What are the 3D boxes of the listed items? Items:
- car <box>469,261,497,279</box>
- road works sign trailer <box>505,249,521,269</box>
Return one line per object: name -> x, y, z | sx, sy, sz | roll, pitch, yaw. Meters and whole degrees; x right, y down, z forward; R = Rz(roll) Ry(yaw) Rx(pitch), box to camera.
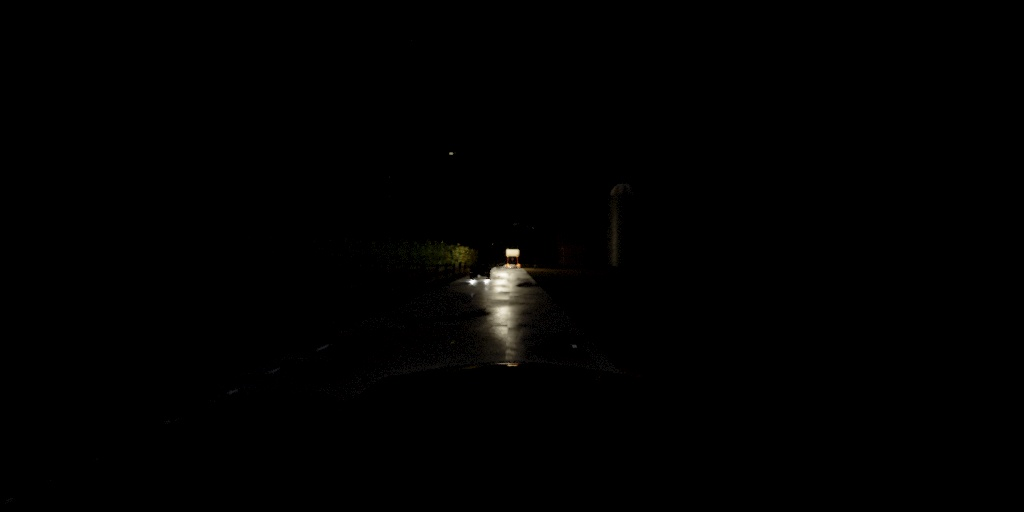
car -> -2.827, 1.349, 33.364 | 2.033, 1.411, 5.357 | 0, 0, 0
road works sign trailer -> 0.091, 0.460, 65.269 | 2.380, 3.560, 2.880 | 0, 0, -10
